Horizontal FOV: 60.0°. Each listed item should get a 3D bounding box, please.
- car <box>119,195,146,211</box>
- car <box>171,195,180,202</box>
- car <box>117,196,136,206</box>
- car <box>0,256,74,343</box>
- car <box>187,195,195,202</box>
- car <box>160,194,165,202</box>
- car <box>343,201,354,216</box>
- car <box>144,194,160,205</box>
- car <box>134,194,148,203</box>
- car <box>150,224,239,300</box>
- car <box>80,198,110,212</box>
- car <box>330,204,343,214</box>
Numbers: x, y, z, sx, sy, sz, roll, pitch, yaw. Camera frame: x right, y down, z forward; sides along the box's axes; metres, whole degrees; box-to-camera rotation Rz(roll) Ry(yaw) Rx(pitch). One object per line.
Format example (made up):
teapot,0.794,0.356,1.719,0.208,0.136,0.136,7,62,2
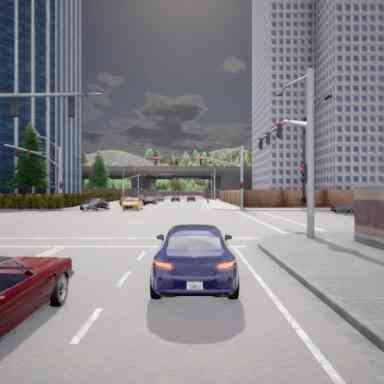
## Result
car,-7.181,1.476,40.130,1.882,1.535,5.008,0,0,0
car,-3.662,1.500,74.560,1.812,1.442,4.674,0,0,0
car,-10.703,1.490,54.590,2.128,1.511,4.902,0,0,0
car,-3.450,1.601,5.023,1.895,1.301,4.718,0,0,0
car,-0.162,1.476,74.568,1.837,1.490,4.892,0,0,0
car,-7.160,1.340,73.412,2.097,1.767,4.553,0,0,0
car,16.353,1.562,29.999,4.181,1.385,1.994,0,0,0
car,-7.198,1.476,57.646,1.882,1.535,5.008,0,0,0
car,-10.651,1.353,69.570,2.097,1.767,4.553,0,0,0
car,0.060,1.526,8.291,1.812,1.442,4.674,0,0,0
car,-11.343,1.492,39.089,2.128,1.511,4.902,0,0,11
car,16.231,1.563,33.500,4.181,1.385,1.994,0,0,0
